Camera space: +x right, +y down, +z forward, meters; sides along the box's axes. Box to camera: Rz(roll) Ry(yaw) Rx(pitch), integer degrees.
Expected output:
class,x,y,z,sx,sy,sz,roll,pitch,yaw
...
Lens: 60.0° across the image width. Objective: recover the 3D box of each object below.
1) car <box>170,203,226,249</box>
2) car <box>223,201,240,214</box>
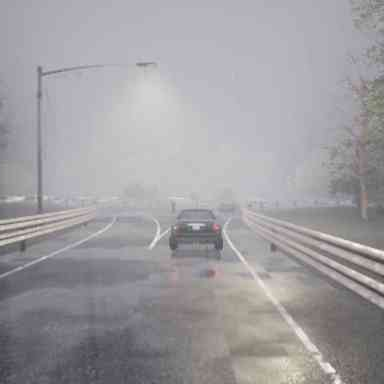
class,x,y,z,sx,sy,sz,roll,pitch,yaw
car,0.254,1.460,15.202,2.097,1.767,4.553,0,-1,2
car,4.729,1.919,41.503,2.128,1.511,4.902,-1,-1,19
